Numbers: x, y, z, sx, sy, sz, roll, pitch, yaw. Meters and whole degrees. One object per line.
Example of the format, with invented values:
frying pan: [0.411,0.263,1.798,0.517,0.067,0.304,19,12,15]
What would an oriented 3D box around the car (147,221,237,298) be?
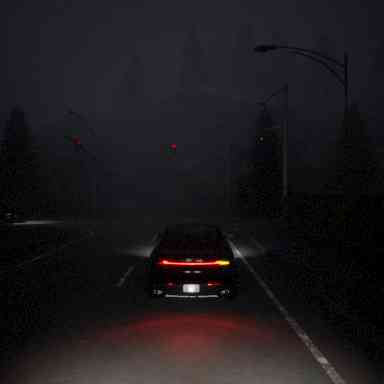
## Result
car: [0.028,1.505,8.477,1.837,1.490,4.892,0,0,1]

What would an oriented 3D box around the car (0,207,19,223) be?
car: [-15.160,1.507,24.104,4.892,1.490,1.837,-1,0,1]
